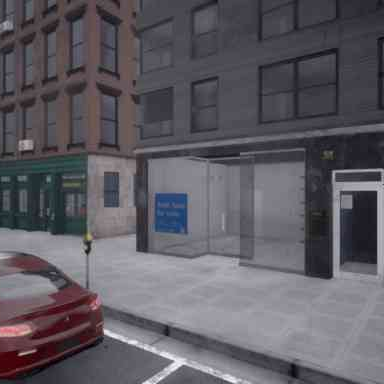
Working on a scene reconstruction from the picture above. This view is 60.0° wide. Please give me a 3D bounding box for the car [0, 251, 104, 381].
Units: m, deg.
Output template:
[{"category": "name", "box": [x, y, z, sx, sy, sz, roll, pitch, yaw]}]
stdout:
[{"category": "car", "box": [-3.089, 1.582, 5.026, 4.206, 1.307, 1.802, 0, 0, 36]}]
